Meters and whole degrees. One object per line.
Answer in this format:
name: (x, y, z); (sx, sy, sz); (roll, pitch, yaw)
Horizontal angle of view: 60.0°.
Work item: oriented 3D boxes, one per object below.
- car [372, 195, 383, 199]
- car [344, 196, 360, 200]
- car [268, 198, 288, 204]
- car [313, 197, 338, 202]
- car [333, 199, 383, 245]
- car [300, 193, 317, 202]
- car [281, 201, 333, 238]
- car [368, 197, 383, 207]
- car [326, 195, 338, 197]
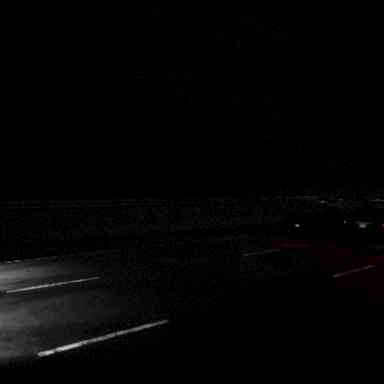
car: (25.743, 1.420, 44.497); (5.566, 2.045, 2.150); (1, -1, -36)
car: (23.663, 1.680, 47.307); (4.902, 1.511, 2.128); (1, 0, -36)
car: (14.498, 1.637, 55.815); (1.994, 1.385, 4.181); (1, 0, 40)
car: (20.525, 1.763, 49.349); (4.718, 1.301, 1.895); (1, 0, -36)
car: (8.396, 1.355, 14.273); (4.553, 1.767, 2.097); (0, 0, -36)
car: (23.950, 1.263, 67.916); (2.150, 2.045, 5.566); (1, 1, 38)
car: (7.137, 1.474, 17.688); (5.008, 1.535, 1.882); (0, 0, -36)
car: (33.067, 1.757, 58.439); (4.553, 1.767, 2.097); (1, -1, -36)
car: (33.568, 1.368, 80.000); (1.882, 1.535, 5.008); (1, 1, 39)
